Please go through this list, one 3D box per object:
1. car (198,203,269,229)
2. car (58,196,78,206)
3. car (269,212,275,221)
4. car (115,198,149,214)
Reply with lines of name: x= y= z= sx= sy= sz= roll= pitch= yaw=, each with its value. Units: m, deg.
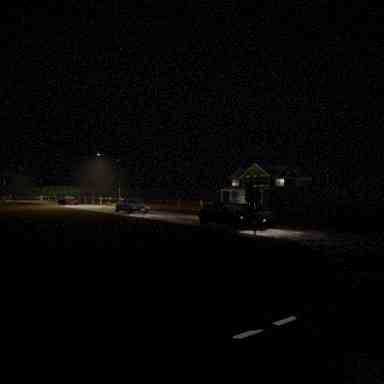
car: x=2.216 y=1.399 z=20.590 sx=1.812 sy=1.442 sz=4.674 roll=2 pitch=0 yaw=-35
car: x=-18.413 y=1.342 z=49.470 sx=1.994 sy=1.385 sz=4.181 roll=2 pitch=-1 yaw=-36
car: x=3.494 y=1.530 z=23.398 sx=1.895 sy=1.301 sz=4.718 roll=2 pitch=-1 yaw=-32
car: x=-5.797 y=1.325 z=31.779 sx=1.812 sy=1.442 sz=4.674 roll=2 pitch=-1 yaw=-36
